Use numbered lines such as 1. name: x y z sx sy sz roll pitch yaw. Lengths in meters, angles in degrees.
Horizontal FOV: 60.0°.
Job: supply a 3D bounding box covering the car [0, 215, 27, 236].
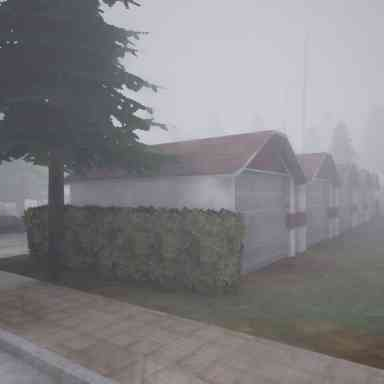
1. car: -12.073 2.078 20.128 1.895 1.301 4.718 -1 -1 36
